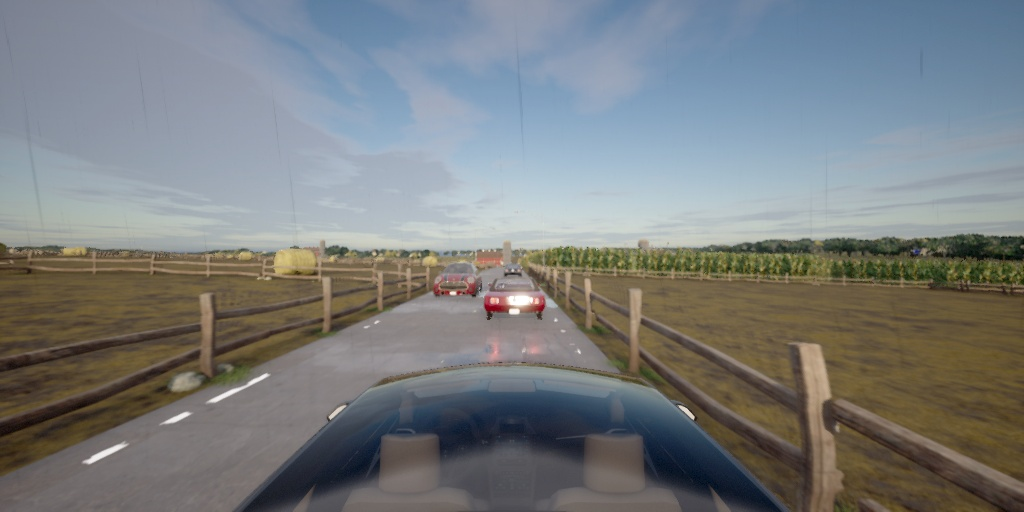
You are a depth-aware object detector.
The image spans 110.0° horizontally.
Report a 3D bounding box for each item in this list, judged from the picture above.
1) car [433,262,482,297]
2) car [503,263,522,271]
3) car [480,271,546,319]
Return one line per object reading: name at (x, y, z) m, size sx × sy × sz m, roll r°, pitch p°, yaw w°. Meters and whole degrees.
car at (-2.759, 1.158, 19.049) m, size 2.097 × 1.767 × 4.553 m, roll 0°, pitch 0°, yaw 0°
car at (0.080, 1.475, 37.297) m, size 2.033 × 1.411 × 5.357 m, roll 0°, pitch 0°, yaw 0°
car at (0.083, 1.381, 12.953) m, size 1.895 × 1.301 × 4.718 m, roll 0°, pitch 0°, yaw 0°
